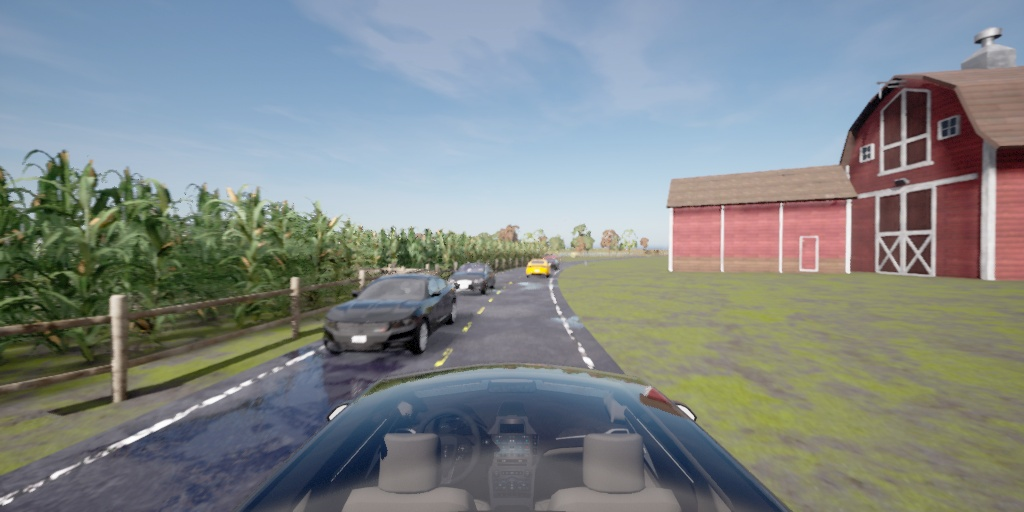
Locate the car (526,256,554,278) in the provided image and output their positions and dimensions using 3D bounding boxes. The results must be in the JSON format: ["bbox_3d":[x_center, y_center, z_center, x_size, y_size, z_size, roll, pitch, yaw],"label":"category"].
[{"bbox_3d":[2.406,1.044,31.772,1.882,1.535,5.008,0,0,9],"label":"car"}]

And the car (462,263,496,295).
[{"bbox_3d":[-2.016,1.141,19.219,2.128,1.511,4.902,0,0,5],"label":"car"}]

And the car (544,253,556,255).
[{"bbox_3d":[6.484,0.550,62.600,2.150,2.045,5.566,0,1,18],"label":"car"}]

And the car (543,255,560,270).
[{"bbox_3d":[4.837,0.990,44.989,1.812,1.442,4.674,0,1,12],"label":"car"}]

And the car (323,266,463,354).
[{"bbox_3d":[-2.635,1.190,8.858,1.882,1.535,5.008,0,0,2],"label":"car"}]
